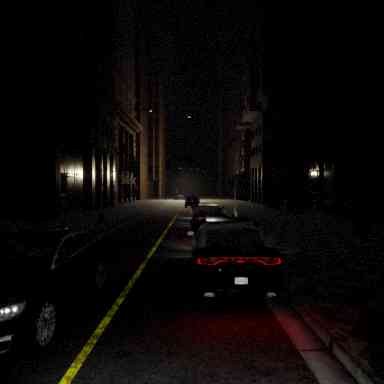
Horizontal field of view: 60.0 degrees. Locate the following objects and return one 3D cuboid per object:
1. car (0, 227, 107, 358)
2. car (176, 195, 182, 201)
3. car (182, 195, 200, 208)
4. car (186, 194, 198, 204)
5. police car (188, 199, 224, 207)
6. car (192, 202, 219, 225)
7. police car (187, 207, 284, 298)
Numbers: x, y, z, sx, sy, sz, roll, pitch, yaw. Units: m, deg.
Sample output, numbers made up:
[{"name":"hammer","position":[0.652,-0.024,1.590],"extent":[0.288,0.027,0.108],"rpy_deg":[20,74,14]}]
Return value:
[{"name":"car","position":[-2.995,1.489,6.273],"extent":[2.128,1.511,4.902],"rpy_deg":[0,0,0]},{"name":"car","position":[-2.929,1.461,83.200],"extent":[1.895,1.301,4.718],"rpy_deg":[0,0,0]},{"name":"car","position":[0.056,1.299,46.778],"extent":[2.097,1.767,4.553],"rpy_deg":[0,0,0]},{"name":"car","position":[0.052,1.272,60.071],"extent":[2.097,1.767,4.553],"rpy_deg":[0,0,0]},{"name":"police car","position":[0.916,1.413,18.687],"extent":[1.930,1.638,5.238],"rpy_deg":[0,0,0]},{"name":"car","position":[0.921,1.507,24.577],"extent":[1.812,1.442,4.674],"rpy_deg":[0,0,0]},{"name":"police car","position":[0.907,1.421,8.685],"extent":[1.930,1.638,5.238],"rpy_deg":[0,0,0]}]
